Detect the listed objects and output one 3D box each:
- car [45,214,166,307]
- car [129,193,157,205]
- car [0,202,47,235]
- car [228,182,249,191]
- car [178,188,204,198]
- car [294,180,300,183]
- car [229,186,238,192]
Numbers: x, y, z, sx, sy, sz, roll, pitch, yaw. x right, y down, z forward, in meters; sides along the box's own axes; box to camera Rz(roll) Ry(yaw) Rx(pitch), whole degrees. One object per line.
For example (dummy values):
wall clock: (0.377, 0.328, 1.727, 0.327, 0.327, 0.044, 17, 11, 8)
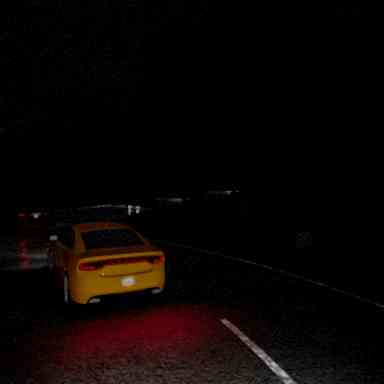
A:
car: (-2.330, 1.477, 8.220, 1.882, 1.535, 5.008, 0, 0, -28)
car: (-6.816, 0.951, 47.025, 1.812, 1.442, 4.674, 0, 3, 32)
car: (-10.361, 1.350, 18.823, 4.553, 1.767, 2.097, 0, 0, 24)
car: (9.614, -1.166, 68.752, 1.837, 1.490, 4.892, 0, 5, 41)
car: (-0.069, -0.205, 57.041, 2.150, 2.045, 5.566, 0, 4, 37)
car: (24.391, -2.687, 80.322, 1.837, 1.490, 4.892, 0, 5, 39)
car: (9.467, -0.704, 63.023, 1.895, 1.301, 4.718, 0, 5, 40)
